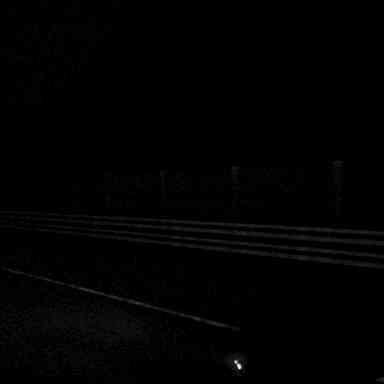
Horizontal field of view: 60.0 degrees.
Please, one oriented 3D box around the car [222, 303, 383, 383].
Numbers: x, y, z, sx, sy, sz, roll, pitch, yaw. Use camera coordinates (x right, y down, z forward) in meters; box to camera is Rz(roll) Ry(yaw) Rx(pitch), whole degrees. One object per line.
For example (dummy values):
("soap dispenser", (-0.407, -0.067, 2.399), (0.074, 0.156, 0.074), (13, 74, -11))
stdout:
("car", (2.509, 1.487, 2.202), (4.902, 1.511, 2.128), (0, 0, 35))
